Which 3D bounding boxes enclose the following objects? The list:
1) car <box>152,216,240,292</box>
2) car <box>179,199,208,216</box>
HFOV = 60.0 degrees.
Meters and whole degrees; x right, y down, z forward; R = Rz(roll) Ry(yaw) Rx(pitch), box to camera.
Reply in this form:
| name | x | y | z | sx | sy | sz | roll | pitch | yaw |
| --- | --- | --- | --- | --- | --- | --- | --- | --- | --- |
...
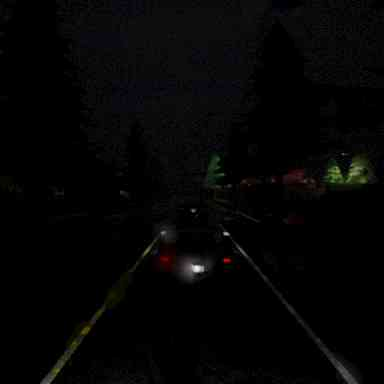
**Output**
| name | x | y | z | sx | sy | sz | roll | pitch | yaw |
| --- | --- | --- | --- | --- | --- | --- | --- | --- | --- |
| car | 0.096 | 1.566 | 8.938 | 1.994 | 1.385 | 4.181 | 0 | 0 | 0 |
| car | 0.103 | 1.364 | 25.261 | 2.097 | 1.767 | 4.553 | 0 | 0 | 0 |
